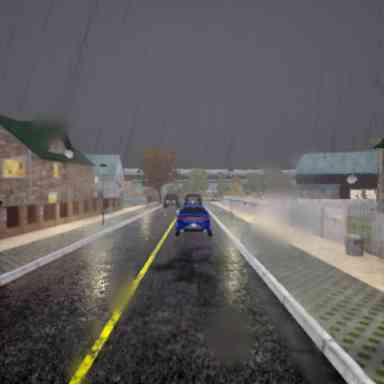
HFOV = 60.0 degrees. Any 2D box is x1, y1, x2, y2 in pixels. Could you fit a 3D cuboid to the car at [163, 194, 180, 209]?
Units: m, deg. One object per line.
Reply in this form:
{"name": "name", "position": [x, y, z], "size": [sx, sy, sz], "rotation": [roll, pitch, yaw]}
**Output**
{"name": "car", "position": [-2.796, 1.253, 46.728], "size": [2.150, 2.045, 5.566], "rotation": [0, 0, 1]}

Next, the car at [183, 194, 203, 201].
{"name": "car", "position": [0.093, 1.242, 39.685], "size": [2.150, 2.045, 5.566], "rotation": [0, 0, 0]}

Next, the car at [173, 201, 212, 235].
{"name": "car", "position": [0.087, 1.481, 18.828], "size": [1.882, 1.535, 5.008], "rotation": [0, 0, 0]}
